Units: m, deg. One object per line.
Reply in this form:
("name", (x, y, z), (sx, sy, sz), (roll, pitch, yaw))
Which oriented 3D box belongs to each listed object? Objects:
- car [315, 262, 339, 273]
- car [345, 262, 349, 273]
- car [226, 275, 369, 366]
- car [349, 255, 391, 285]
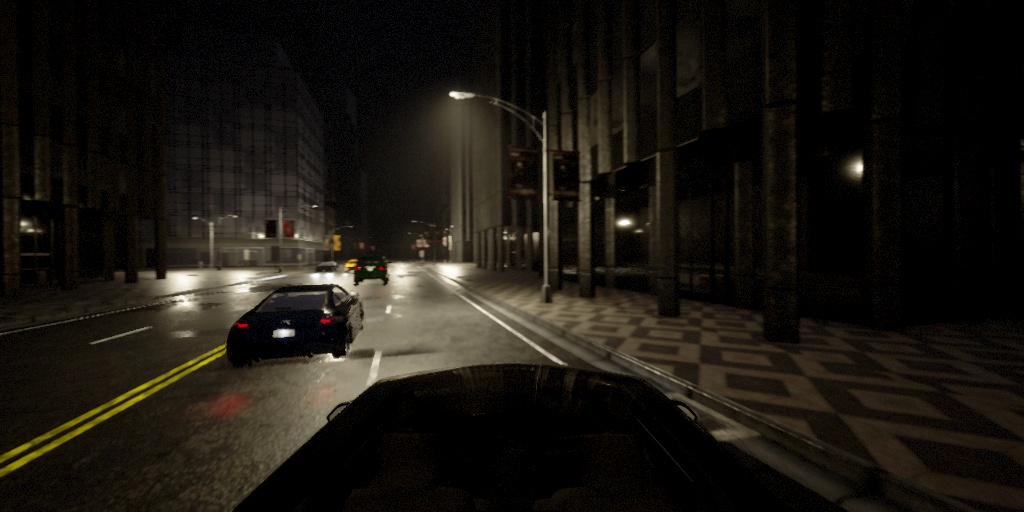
("car", (-22.341, 1.372, 43.438), (1.895, 1.301, 4.718), (-1, 0, -16))
("car", (-18.993, 1.220, 43.570), (1.882, 1.535, 5.008), (-1, 0, -17))
("car", (-4.607, 1.329, 8.242), (1.994, 1.385, 4.181), (-1, 0, -17))
("car", (-10.032, 0.967, 25.916), (2.150, 2.045, 5.566), (-1, 0, -17))
